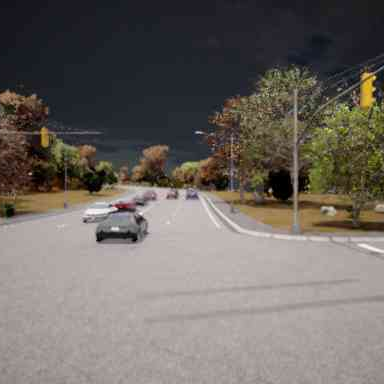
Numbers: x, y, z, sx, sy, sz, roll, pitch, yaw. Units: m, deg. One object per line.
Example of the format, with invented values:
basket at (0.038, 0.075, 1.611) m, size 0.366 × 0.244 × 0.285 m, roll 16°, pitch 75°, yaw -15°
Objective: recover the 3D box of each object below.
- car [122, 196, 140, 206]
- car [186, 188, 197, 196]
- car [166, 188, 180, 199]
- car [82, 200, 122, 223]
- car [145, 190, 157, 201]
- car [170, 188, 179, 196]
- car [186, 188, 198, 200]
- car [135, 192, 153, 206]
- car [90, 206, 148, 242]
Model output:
car at (-7.090, 1.483, 35.193) m, size 1.895 × 1.301 × 4.718 m, roll 0°, pitch 1°, yaw 0°
car at (-0.098, -0.003, 67.872) m, size 1.882 × 1.535 × 5.008 m, roll 0°, pitch 3°, yaw -3°
car at (-3.502, 0.496, 58.179) m, size 1.812 × 1.442 × 4.674 m, roll 0°, pitch 3°, yaw 0°
car at (-7.106, 1.552, 26.168) m, size 1.812 × 1.442 × 4.674 m, roll 0°, pitch 0°, yaw 0°
car at (-7.001, 0.469, 55.079) m, size 2.097 × 1.767 × 4.553 m, roll 0°, pitch 3°, yaw 0°
car at (-3.619, 0.005, 68.144) m, size 1.837 × 1.490 × 4.892 m, roll 0°, pitch 3°, yaw -3°
car at (-0.001, 0.345, 57.703) m, size 2.097 × 1.767 × 4.553 m, roll 0°, pitch 3°, yaw 0°
car at (-7.038, 1.123, 44.934) m, size 2.033 × 1.411 × 5.357 m, roll 0°, pitch 2°, yaw 1°
car at (-3.400, 1.605, 16.733) m, size 1.994 × 1.385 × 4.181 m, roll 0°, pitch 0°, yaw 0°
